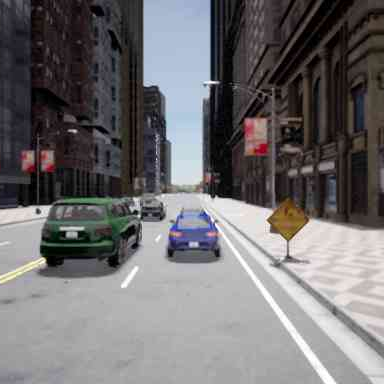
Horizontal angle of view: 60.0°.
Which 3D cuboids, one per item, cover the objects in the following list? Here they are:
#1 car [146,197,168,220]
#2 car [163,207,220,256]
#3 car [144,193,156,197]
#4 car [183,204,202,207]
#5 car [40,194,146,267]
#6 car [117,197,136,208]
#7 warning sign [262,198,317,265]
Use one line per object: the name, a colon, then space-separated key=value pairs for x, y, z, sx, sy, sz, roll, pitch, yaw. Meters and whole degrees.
car: x=-3.180 y=1.486 z=27.850 sx=1.837 sy=1.490 sz=4.892 roll=0 pitch=1 yaw=0
car: x=0.073 y=1.515 z=12.924 sx=1.812 sy=1.442 sz=4.674 roll=0 pitch=0 yaw=0
car: x=-6.583 y=1.194 z=50.067 sx=2.150 sy=2.045 sz=5.566 roll=0 pitch=0 yaw=0
car: x=0.061 y=1.581 z=26.331 sx=1.895 sy=1.301 sz=4.718 roll=0 pitch=0 yaw=0
car: x=-3.186 y=1.214 z=11.564 sx=2.150 sy=2.045 sz=5.566 roll=0 pitch=0 yaw=0
car: x=-9.831 y=1.477 z=50.171 sx=1.837 sy=1.490 sz=4.892 roll=0 pitch=0 yaw=0
warning sign: x=2.848 y=1.107 z=9.869 sx=1.300 sy=1.860 sz=1.060 roll=0 pitch=0 yaw=0
